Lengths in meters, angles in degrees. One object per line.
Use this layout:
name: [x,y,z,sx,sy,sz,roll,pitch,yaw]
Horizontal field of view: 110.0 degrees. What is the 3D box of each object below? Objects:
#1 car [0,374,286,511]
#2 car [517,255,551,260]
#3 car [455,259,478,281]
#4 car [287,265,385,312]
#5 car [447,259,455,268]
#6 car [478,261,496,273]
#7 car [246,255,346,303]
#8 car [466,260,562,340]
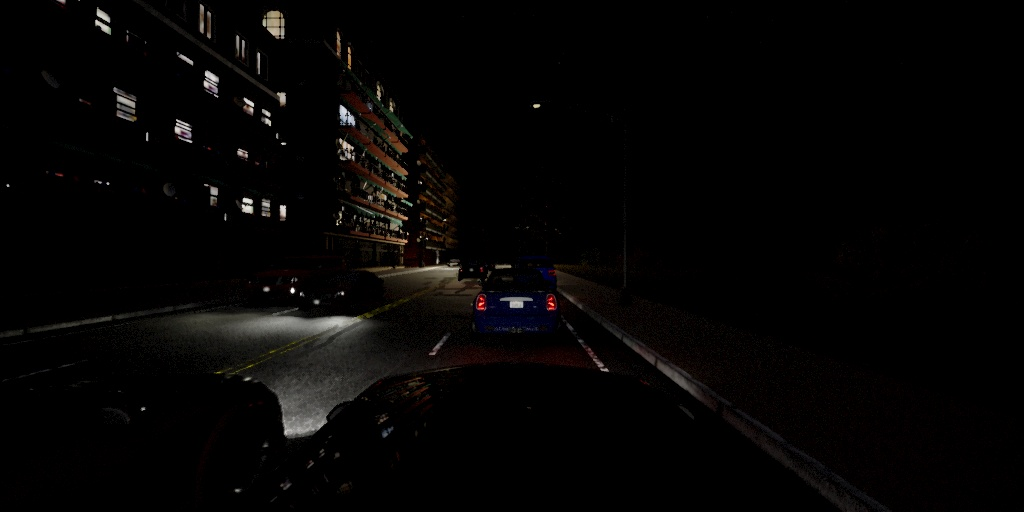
car: [-3.154,1.313,1.705,1.994,1.385,4.181,0,0,0]
car: [1.139,0.977,19.683,2.150,2.045,5.566,0,0,0]
car: [-3.148,1.104,29.917,2.097,1.767,4.553,0,0,0]
car: [-6.599,1.277,14.435,1.812,1.442,4.674,0,0,0]
car: [-9.811,1.243,60.924,2.128,1.511,4.902,0,0,0]
car: [-3.144,1.315,45.386,1.994,1.385,4.181,0,0,0]
car: [-9.847,0.973,17.140,2.150,2.045,5.566,0,0,0]
car: [0.098,1.103,10.109,2.097,1.767,4.553,0,0,0]
